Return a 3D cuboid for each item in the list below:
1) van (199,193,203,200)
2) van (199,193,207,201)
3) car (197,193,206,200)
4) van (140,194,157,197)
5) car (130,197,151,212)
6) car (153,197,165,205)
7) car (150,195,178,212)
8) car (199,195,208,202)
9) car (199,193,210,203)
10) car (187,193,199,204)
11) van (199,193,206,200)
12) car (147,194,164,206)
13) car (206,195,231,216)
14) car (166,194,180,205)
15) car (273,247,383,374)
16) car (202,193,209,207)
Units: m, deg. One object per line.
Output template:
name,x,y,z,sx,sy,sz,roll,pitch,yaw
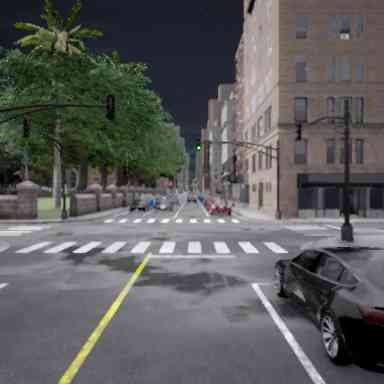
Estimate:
van,2.654,1.256,64.639,1.690,1.788,3.998,0,0,0
van,2.650,1.235,80.864,1.690,1.788,3.998,0,0,0
car,2.648,1.194,91.680,2.192,1.841,5.009,0,0,0
van,-5.866,1.283,43.019,1.690,1.788,3.998,0,0,0
car,-5.865,1.515,37.613,1.947,1.339,4.313,0,0,0
car,-5.871,1.503,59.242,1.802,1.307,4.206,0,0,0
car,-3.098,1.441,37.908,2.128,1.511,4.902,0,0,0
car,2.651,1.467,75.455,1.947,1.339,4.313,0,0,0
car,2.653,1.223,70.047,2.192,1.841,5.009,0,0,0
car,-0.015,1.421,63.201,1.837,1.490,4.892,0,0,0
van,2.649,1.228,86.271,1.690,1.788,3.998,0,0,0
car,-5.869,1.243,53.834,2.192,1.841,5.009,0,0,0
car,2.662,1.396,32.189,1.967,1.590,4.097,0,0,0
car,-3.070,1.491,54.931,1.994,1.385,4.181,0,0,0
car,2.668,1.557,5.625,1.947,1.339,4.313,0,0,0
car,2.661,1.264,37.597,2.192,1.841,5.009,0,0,0
